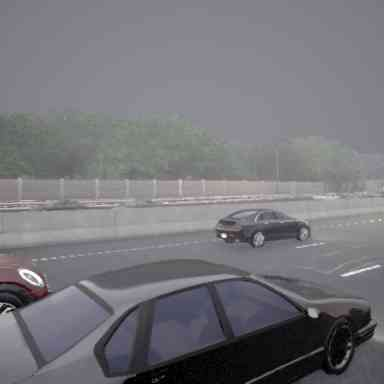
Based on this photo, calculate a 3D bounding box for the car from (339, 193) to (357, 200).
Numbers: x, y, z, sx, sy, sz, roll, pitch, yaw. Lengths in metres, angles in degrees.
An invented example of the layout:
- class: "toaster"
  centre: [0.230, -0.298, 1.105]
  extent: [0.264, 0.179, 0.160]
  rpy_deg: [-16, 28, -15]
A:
- class: "car"
  centre: [22.835, 0.936, 45.759]
  extent: [4.892, 1.490, 1.837]
  rpy_deg: [-1, 0, -35]

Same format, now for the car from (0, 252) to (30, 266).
- class: "car"
  centre: [-4.522, 1.350, 4.817]
  extent: [4.553, 1.767, 2.097]
  rpy_deg: [0, 0, -35]

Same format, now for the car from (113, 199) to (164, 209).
- class: "car"
  centre: [-4.856, 1.440, 30.587]
  extent: [4.902, 1.511, 2.128]
  rpy_deg: [0, 0, -35]

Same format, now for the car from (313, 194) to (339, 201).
- class: "car"
  centre: [21.596, 0.961, 53.410]
  extent: [4.718, 1.301, 1.895]
  rpy_deg: [-1, 1, -34]

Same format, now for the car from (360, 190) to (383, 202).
- class: "car"
  centre: [30.091, 0.621, 55.005]
  extent: [4.553, 1.767, 2.097]
  rpy_deg: [-1, 1, -35]

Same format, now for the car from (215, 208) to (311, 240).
- class: "car"
  centre: [3.245, 1.475, 14.636]
  extent: [4.892, 1.490, 1.837]
  rpy_deg: [0, 0, -35]

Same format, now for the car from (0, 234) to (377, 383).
- class: "car"
  centre: [-0.031, 1.547, 3.846]
  extent: [5.357, 1.411, 2.033]
  rpy_deg: [0, 0, -35]

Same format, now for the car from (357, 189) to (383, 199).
- class: "car"
  centre: [23.839, 0.679, 42.197]
  extent: [5.566, 2.045, 2.150]
  rpy_deg: [-1, 1, -35]

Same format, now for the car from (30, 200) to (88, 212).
- class: "car"
  centre: [-11.872, 1.489, 29.902]
  extent: [4.892, 1.490, 1.837]
  rpy_deg: [0, 0, -35]
